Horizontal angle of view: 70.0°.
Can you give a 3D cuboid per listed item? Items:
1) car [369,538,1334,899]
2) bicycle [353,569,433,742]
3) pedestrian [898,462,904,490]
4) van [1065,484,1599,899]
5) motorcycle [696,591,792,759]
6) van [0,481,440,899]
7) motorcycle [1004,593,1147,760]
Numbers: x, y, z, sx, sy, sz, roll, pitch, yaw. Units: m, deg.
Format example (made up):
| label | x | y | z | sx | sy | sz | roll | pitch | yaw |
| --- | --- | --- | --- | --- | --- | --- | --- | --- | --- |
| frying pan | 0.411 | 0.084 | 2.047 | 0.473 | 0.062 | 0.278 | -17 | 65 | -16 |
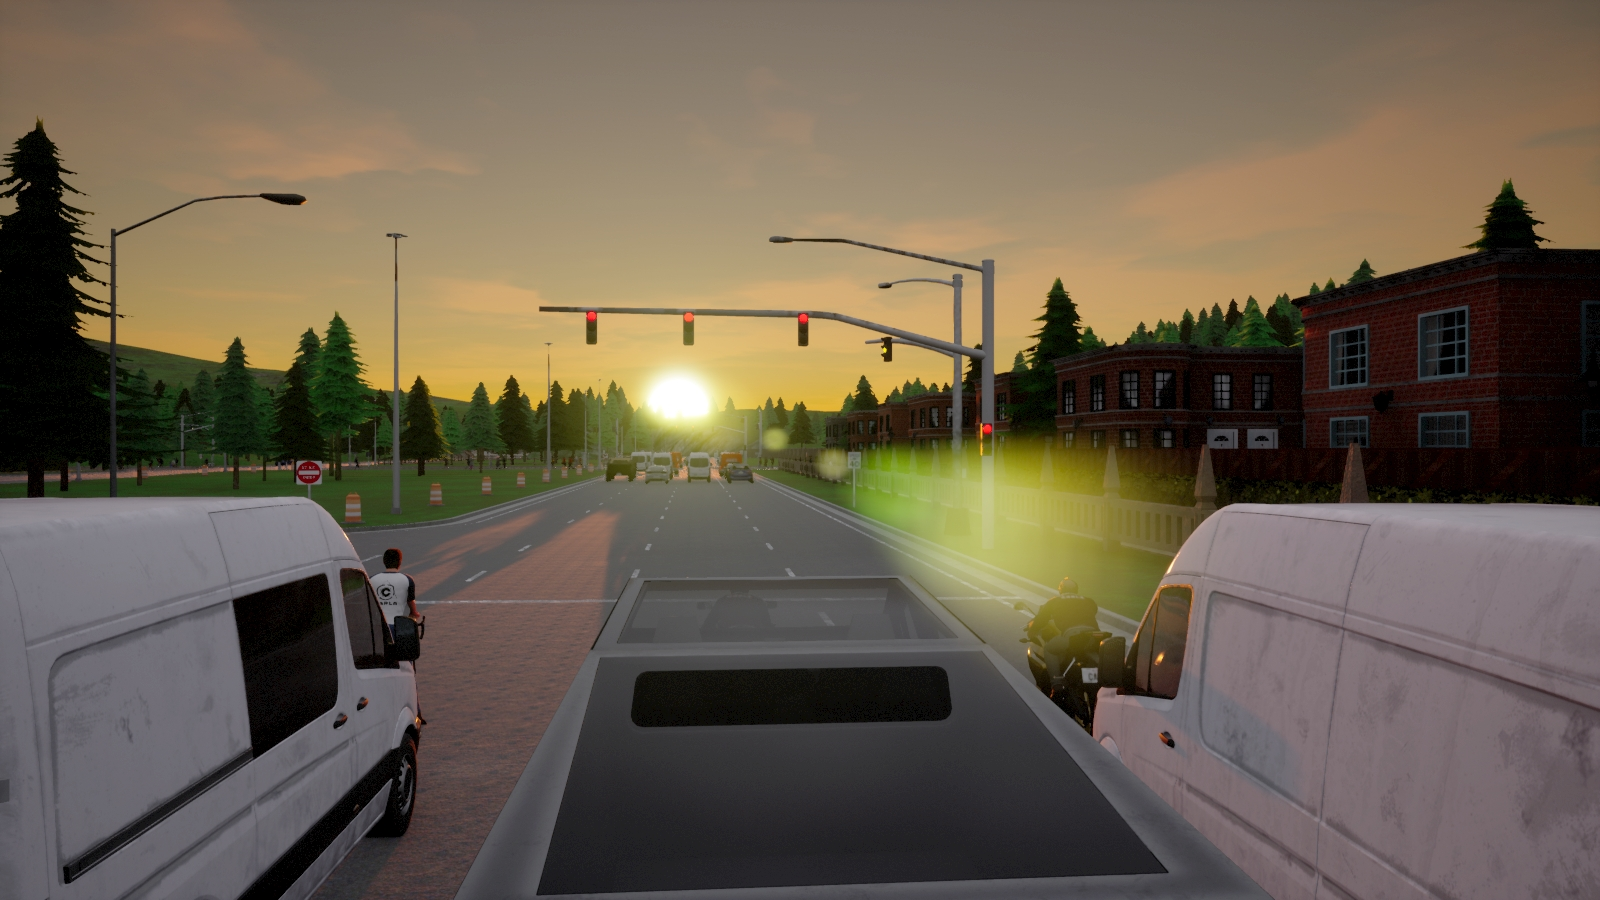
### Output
| label | x | y | z | sx | sy | sz | roll | pitch | yaw |
| --- | --- | --- | --- | --- | --- | --- | --- | --- | --- |
| car | -0.117 | 1.754 | 5.929 | 2.390 | 2.098 | 6.274 | 0 | 0 | -5 |
| bicycle | -4.173 | 2.056 | 11.794 | 0.373 | 1.496 | 1.643 | 0 | 0 | -5 |
| pedestrian | 6.708 | 1.698 | 76.024 | 0.375 | 1.860 | 0.375 | 0 | 0 | -5 |
| van | 3.020 | 1.534 | 5.590 | 1.988 | 2.561 | 5.915 | 0 | 0 | -1 |
| motorcycle | -0.613 | 2.205 | 11.622 | 0.867 | 1.251 | 2.209 | 0 | 0 | -6 |
| van | -3.677 | 1.534 | 6.378 | 1.988 | 2.561 | 5.915 | 0 | 0 | -5 |
| motorcycle | 2.714 | 2.205 | 11.543 | 0.867 | 1.251 | 2.209 | 0 | 0 | -2 |
